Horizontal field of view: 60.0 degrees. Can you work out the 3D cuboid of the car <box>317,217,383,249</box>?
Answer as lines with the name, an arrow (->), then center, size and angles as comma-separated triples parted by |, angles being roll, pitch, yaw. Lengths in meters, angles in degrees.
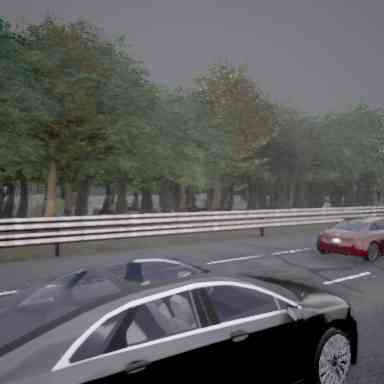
car -> 6.582, 1.632, 12.430 | 4.181, 1.385, 1.994 | 0, 0, -34

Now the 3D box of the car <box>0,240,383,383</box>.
car -> -0.121, 1.499, 3.607 | 4.902, 1.511, 2.128 | 0, 0, -35
